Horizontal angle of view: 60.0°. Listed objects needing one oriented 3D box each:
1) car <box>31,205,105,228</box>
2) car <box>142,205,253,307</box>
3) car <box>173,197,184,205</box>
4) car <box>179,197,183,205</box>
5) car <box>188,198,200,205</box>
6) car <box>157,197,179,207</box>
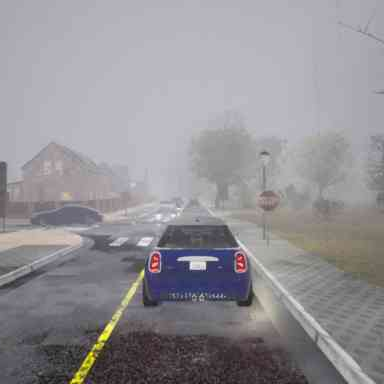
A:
[{"bbox_3d":[-8.343,1.611,22.552,4.674,1.442,1.812,0,0,-17],"label":"car"},{"bbox_3d":[0.115,1.358,8.158,2.097,1.767,4.553,0,0,0],"label":"car"},{"bbox_3d":[-2.604,1.651,63.254,1.837,1.490,4.892,0,-1,1],"label":"car"},{"bbox_3d":[-2.675,1.601,50.750,1.837,1.490,4.892,0,0,0],"label":"car"},{"bbox_3d":[0.273,1.660,55.499,2.033,1.411,5.357,0,0,0],"label":"car"},{"bbox_3d":[-2.745,1.579,36.427,1.812,1.442,4.674,0,0,0],"label":"car"}]
